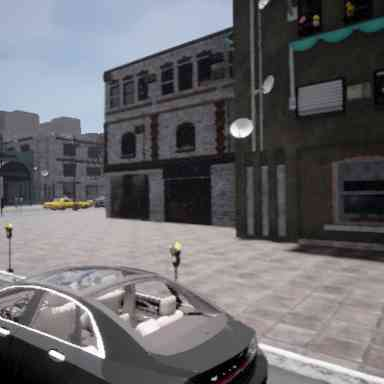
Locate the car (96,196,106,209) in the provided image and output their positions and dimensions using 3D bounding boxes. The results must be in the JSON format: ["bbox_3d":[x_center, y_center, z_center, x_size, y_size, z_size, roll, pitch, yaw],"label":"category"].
[{"bbox_3d":[-9.501,1.184,38.340,2.008,1.369,4.403,-1,0,36],"label":"car"}]

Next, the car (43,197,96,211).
[{"bbox_3d":[-12.657,1.209,34.004,1.752,1.417,4.829,-1,0,36],"label":"car"}]

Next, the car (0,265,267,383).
[{"bbox_3d":[-1.349,1.548,3.851,4.403,1.369,2.008,0,-1,36],"label":"car"}]

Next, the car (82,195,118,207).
[{"bbox_3d":[-13.117,1.245,47.608,1.752,1.417,4.829,0,0,36],"label":"car"}]
